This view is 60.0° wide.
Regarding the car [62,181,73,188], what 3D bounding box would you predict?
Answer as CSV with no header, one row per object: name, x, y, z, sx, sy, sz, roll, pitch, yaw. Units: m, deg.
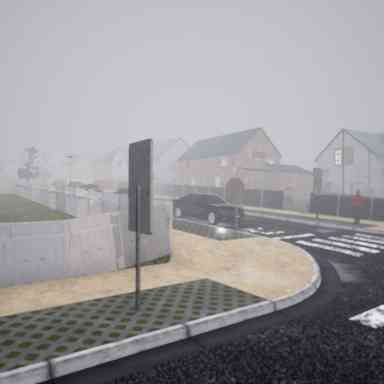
car,-17.195,-0.825,49.012,1.837,1.490,4.892,0,3,-35

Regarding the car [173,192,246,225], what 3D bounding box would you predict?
car,0.811,0.810,18.387,1.882,1.535,5.008,0,3,-35

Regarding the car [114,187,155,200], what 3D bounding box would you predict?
car,-4.599,0.392,26.048,1.837,1.490,4.892,0,3,-35

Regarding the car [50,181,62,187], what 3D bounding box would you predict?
car,-22.945,-1.254,57.149,2.033,1.411,5.357,0,2,-35

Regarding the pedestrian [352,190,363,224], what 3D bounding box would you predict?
pedestrian,8.649,0.759,17.444,0.375,1.860,0.375,4,-2,-35

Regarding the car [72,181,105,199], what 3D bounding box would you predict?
car,-10.429,-0.088,34.328,1.837,1.490,4.892,0,3,-35
